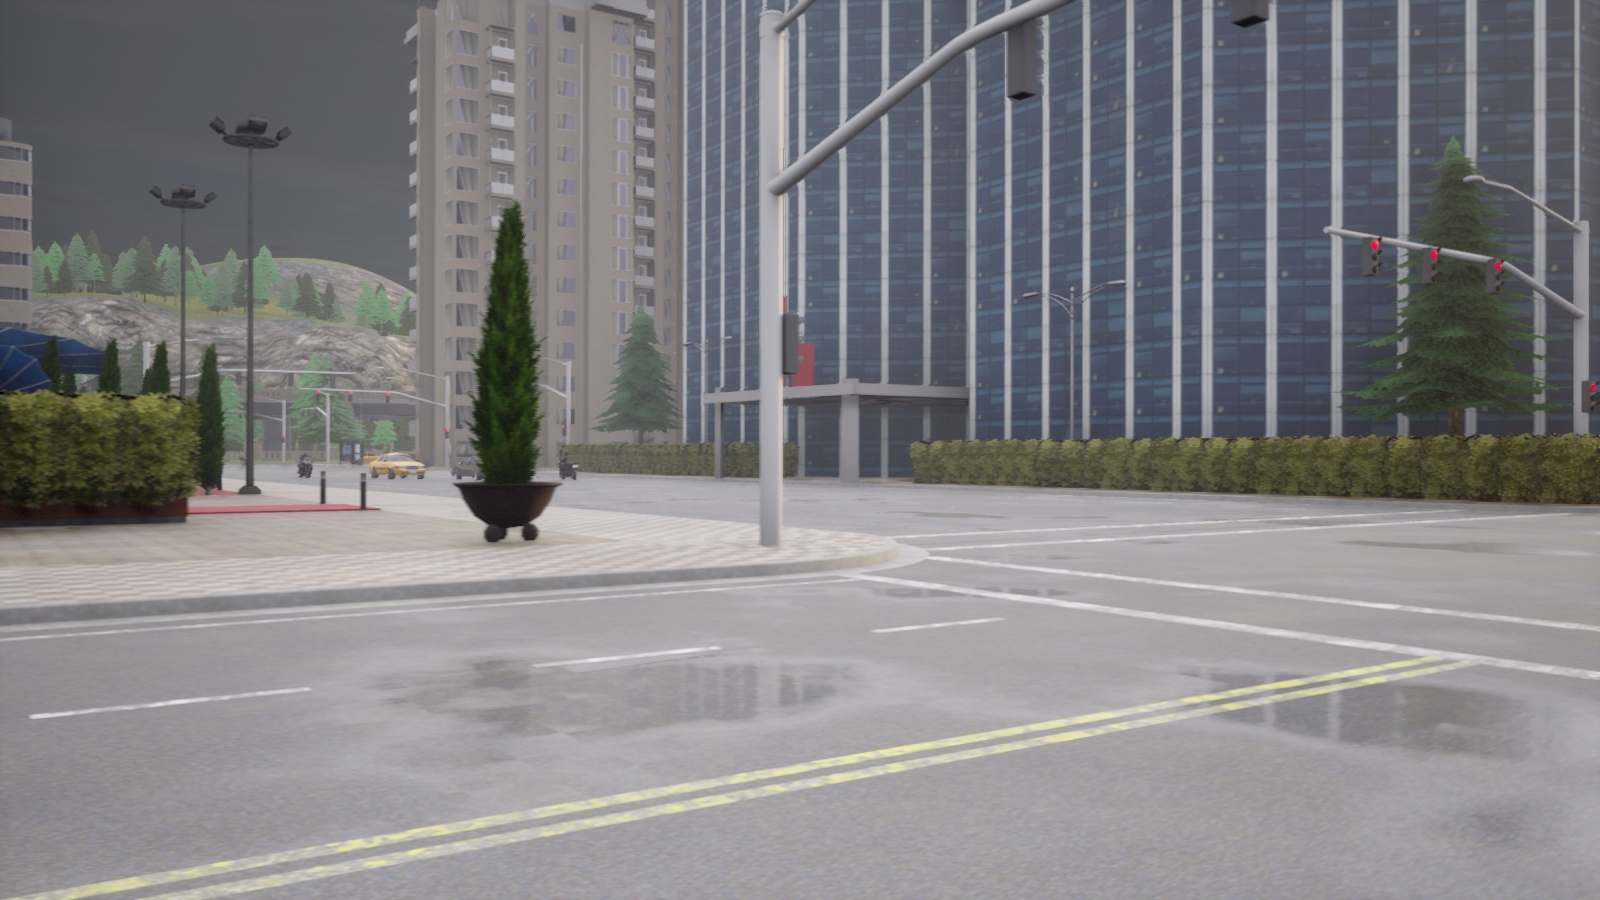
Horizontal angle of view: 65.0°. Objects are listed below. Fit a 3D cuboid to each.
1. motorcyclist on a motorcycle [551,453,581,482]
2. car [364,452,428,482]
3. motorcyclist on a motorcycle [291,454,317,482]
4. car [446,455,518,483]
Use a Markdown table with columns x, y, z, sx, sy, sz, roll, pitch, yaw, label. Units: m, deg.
| x | y | z | sx | sy | sz | roll | pitch | yaw | label |
| --- | --- | --- | --- | --- | --- | --- | --- | --- | --- |
| -12.567 | 0.919 | 67.432 | 0.797 | 1.523 | 2.044 | 0 | 0 | -35 | motorcyclist on a motorcycle |
| -22.222 | 0.900 | 68.974 | 1.801 | 1.575 | 5.366 | 0 | 0 | -35 | car |
| -28.186 | 1.014 | 71.355 | 0.866 | 1.530 | 2.191 | 0 | 0 | -35 | motorcyclist on a motorcycle |
| -17.267 | 0.996 | 68.022 | 2.033 | 1.411 | 5.357 | 0 | 0 | -35 | car |
